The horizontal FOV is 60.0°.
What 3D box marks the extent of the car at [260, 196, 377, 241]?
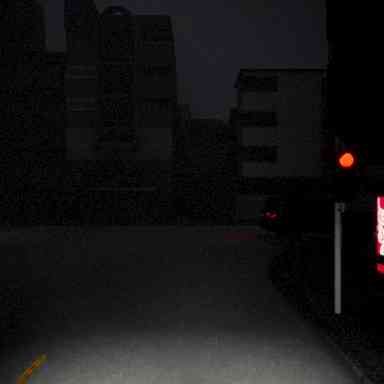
[{"bbox_3d":[6.155,1.221,16.275,5.566,2.045,2.150,0,0,1],"label":"car"}]
